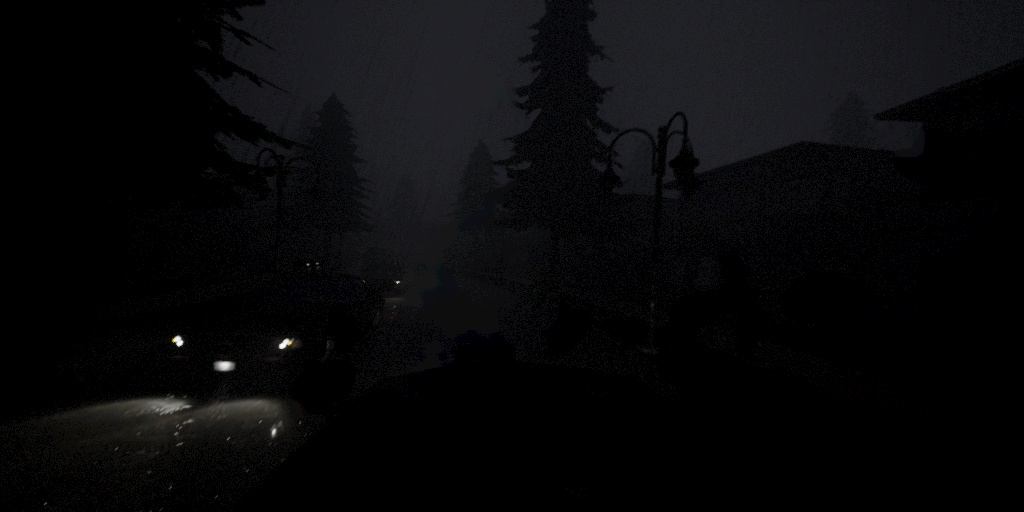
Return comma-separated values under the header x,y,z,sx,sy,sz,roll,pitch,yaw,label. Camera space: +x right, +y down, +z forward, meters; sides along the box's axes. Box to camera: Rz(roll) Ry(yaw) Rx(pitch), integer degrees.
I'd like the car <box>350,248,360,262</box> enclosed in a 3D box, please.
x,y,z,sx,sy,sz,roll,pitch,yaw,label
-18.772,-0.093,45.905,2.150,2.045,5.566,3,1,-44,car

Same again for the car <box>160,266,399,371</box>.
x,y,z,sx,sy,sz,roll,pitch,yaw,label
-4.098,1.077,7.474,2.033,1.411,5.357,3,0,-5,car

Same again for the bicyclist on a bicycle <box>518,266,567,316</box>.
x,y,z,sx,sy,sz,roll,pitch,yaw,label
1.013,1.168,11.687,1.656,1.620,0.582,1,1,-10,bicyclist on a bicycle

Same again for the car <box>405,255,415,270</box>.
x,y,z,sx,sy,sz,roll,pitch,yaw,label
-11.522,0.563,36.995,2.128,1.511,4.902,3,0,-34,car

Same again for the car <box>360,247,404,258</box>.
x,y,z,sx,sy,sz,roll,pitch,yaw,label
-10.070,0.393,27.480,2.150,2.045,5.566,3,0,-27,car

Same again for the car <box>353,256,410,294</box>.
x,y,z,sx,sy,sz,roll,pitch,yaw,label
-6.195,0.942,17.472,2.033,1.411,5.357,3,0,-16,car
